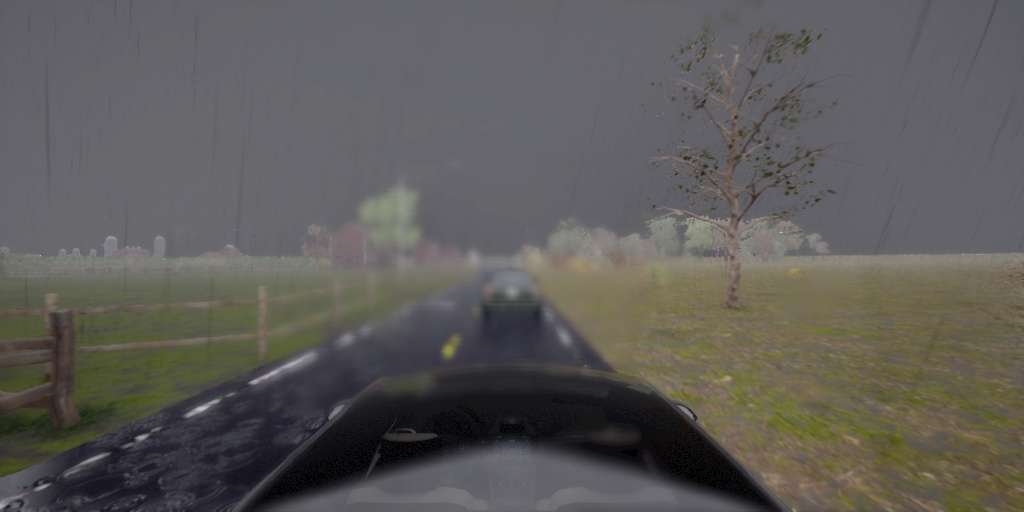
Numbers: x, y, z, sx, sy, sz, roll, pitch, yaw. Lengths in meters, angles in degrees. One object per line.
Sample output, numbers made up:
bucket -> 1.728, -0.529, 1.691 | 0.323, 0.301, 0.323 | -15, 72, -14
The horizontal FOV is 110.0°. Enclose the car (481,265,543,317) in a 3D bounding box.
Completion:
car -> 0.024, 1.263, 14.086 | 2.097, 1.767, 4.553 | 0, -1, 0

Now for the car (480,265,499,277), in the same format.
car -> -2.854, 1.853, 46.101 | 2.033, 1.411, 5.357 | 0, -1, 0
